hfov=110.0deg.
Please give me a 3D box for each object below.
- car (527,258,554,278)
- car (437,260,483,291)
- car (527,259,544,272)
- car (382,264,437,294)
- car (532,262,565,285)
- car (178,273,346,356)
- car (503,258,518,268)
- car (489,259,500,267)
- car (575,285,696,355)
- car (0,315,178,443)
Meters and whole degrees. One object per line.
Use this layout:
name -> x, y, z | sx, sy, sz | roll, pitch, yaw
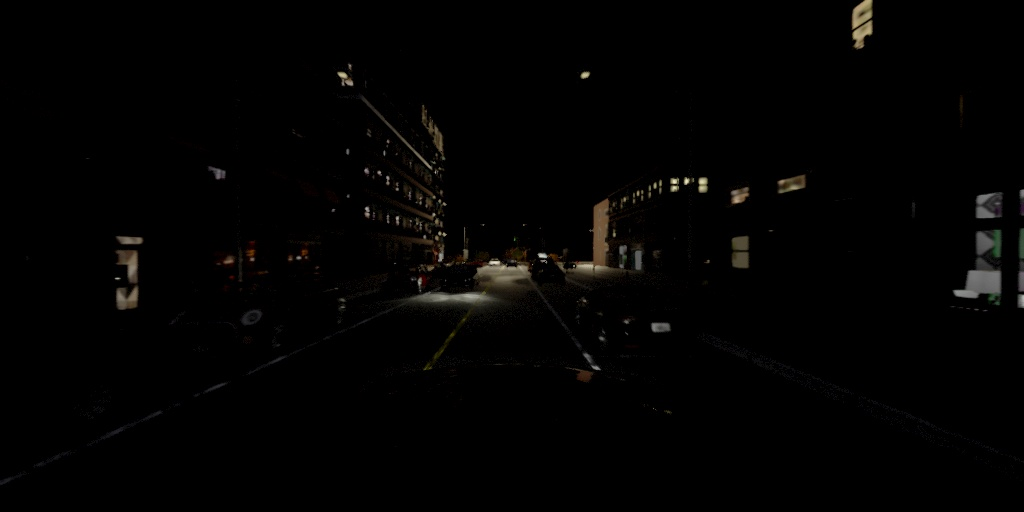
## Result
car -> 2.674, 1.064, 31.233 | 2.192, 1.841, 5.009 | 0, 0, 0
car -> -3.103, 1.227, 22.157 | 1.882, 1.535, 5.008 | 0, 0, 0
car -> 2.977, 1.226, 46.634 | 1.882, 1.535, 5.008 | 0, 0, 0
car -> -5.701, 1.189, 19.902 | 1.967, 1.591, 4.097 | 0, 0, 0
car -> 2.677, 1.315, 25.556 | 1.948, 1.339, 4.313 | 0, 0, 0
car -> -5.695, 1.189, 8.547 | 1.967, 1.591, 4.097 | 0, 0, 0
car -> -0.029, 1.294, 58.847 | 2.033, 1.411, 5.357 | 0, 0, 0
car -> -3.053, 1.262, 64.128 | 1.812, 1.442, 4.674 | 0, 0, 1
car -> 2.686, 1.316, 8.522 | 1.948, 1.339, 4.313 | 0, 0, 0
car -> -5.692, 1.316, 2.870 | 1.948, 1.339, 4.313 | 0, 0, 0
